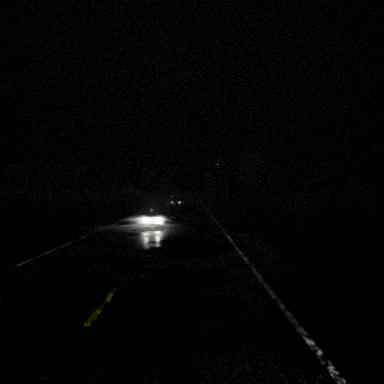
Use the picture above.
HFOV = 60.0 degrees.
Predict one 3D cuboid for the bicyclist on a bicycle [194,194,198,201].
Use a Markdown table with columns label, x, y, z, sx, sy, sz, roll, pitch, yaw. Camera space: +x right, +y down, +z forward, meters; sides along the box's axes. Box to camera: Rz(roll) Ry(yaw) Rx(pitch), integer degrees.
| label | x | y | z | sx | sy | sz | roll | pitch | yaw |
| --- | --- | --- | --- | --- | --- | --- | --- | --- | --- |
| bicyclist on a bicycle | 0.988 | 1.169 | 75.605 | 0.866 | 1.612 | 1.509 | 0 | 0 | 0 |

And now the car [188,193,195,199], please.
| label | x | y | z | sx | sy | sz | roll | pitch | yaw |
| --- | --- | --- | --- | --- | --- | --- | --- | --- | --- |
| car | 0.027 | 1.103 | 90.754 | 1.812 | 1.442 | 4.674 | 0 | 0 | 0 |

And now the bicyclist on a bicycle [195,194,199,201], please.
| label | x | y | z | sx | sy | sz | roll | pitch | yaw |
| --- | --- | --- | --- | --- | --- | --- | --- | --- | --- |
| bicyclist on a bicycle | 0.973 | 1.200 | 66.430 | 0.866 | 1.612 | 1.509 | 0 | 0 | 0 |

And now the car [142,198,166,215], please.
| label | x | y | z | sx | sy | sz | roll | pitch | yaw |
| --- | --- | --- | --- | --- | --- | --- | --- | --- | --- |
| car | -3.586 | 1.373 | 32.022 | 2.128 | 1.511 | 4.902 | 0 | 0 | 0 |

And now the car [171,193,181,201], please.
| label | x | y | z | sx | sy | sz | roll | pitch | yaw |
| --- | --- | --- | --- | --- | --- | --- | --- | --- | --- |
| car | -3.479 | 1.031 | 72.546 | 2.097 | 1.767 | 4.553 | 0 | 0 | 0 |
